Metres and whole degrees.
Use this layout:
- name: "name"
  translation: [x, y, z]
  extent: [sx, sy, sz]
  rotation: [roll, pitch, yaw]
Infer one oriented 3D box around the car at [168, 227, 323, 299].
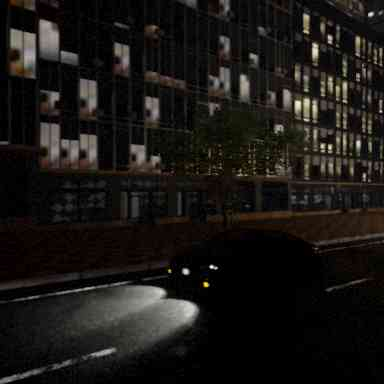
- name: "car"
  translation: [1.487, 1.624, 8.630]
  extent: [4.181, 1.385, 1.994]
  rotation: [1, 0, -35]
